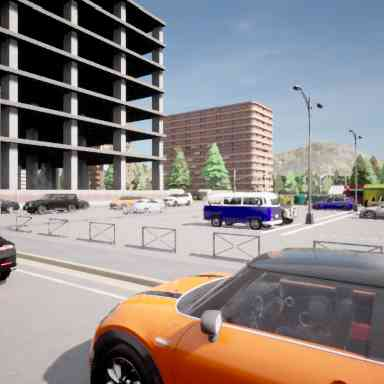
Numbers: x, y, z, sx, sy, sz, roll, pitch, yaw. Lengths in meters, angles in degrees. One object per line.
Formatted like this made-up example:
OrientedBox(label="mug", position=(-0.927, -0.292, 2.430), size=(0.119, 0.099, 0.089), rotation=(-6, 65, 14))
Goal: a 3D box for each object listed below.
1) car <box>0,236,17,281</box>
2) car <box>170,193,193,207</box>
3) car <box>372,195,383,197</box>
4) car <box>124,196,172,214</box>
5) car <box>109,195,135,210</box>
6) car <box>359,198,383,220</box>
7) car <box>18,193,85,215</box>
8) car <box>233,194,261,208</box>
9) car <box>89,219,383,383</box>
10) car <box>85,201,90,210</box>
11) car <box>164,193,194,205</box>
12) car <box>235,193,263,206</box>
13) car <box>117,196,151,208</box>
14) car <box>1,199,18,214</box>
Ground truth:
OrientedBox(label="car", position=(-6.439, 1.492, 8.536), size=(4.902, 1.511, 2.128), rotation=(0, 0, 35))
OrientedBox(label="car", position=(-2.259, 1.166, 50.894), size=(2.150, 2.045, 5.566), rotation=(0, 0, 35))
OrientedBox(label="car", position=(17.857, 1.153, 29.341), size=(4.605, 1.855, 1.932), rotation=(0, 0, 36))
OrientedBox(label="car", position=(-4.561, 1.470, 35.195), size=(1.812, 1.442, 4.674), rotation=(0, 0, 35))
OrientedBox(label="car", position=(-8.335, 1.297, 42.310), size=(2.097, 1.767, 4.553), rotation=(0, 0, 35))
OrientedBox(label="car", position=(14.651, 1.395, 24.775), size=(3.806, 1.475, 1.970), rotation=(0, 0, 36))
OrientedBox(label="car", position=(-14.212, 1.166, 33.982), size=(2.150, 2.045, 5.566), rotation=(0, 0, 35))
OrientedBox(label="car", position=(9.090, 1.470, 54.532), size=(1.812, 1.442, 4.674), rotation=(0, 0, 35))
OrientedBox(label="car", position=(1.074, 1.352, 3.223), size=(4.553, 1.767, 2.097), rotation=(0, 0, 35))
OrientedBox(label="car", position=(-14.377, 1.508, 39.825), size=(1.994, 1.385, 4.181), rotation=(0, 0, 35))
OrientedBox(label="car", position=(-2.148, 1.166, 57.076), size=(2.150, 2.045, 5.566), rotation=(0, 0, 36))
OrientedBox(label="car", position=(10.809, 1.157, 63.045), size=(2.150, 2.045, 5.566), rotation=(0, -1, 35))
OrientedBox(label="car", position=(-8.353, 1.436, 48.351), size=(2.128, 1.511, 4.902), rotation=(0, 0, 35))
OrientedBox(label="car", position=(-19.519, 1.436, 32.551), size=(2.128, 1.511, 4.902), rotation=(0, 0, 36))
